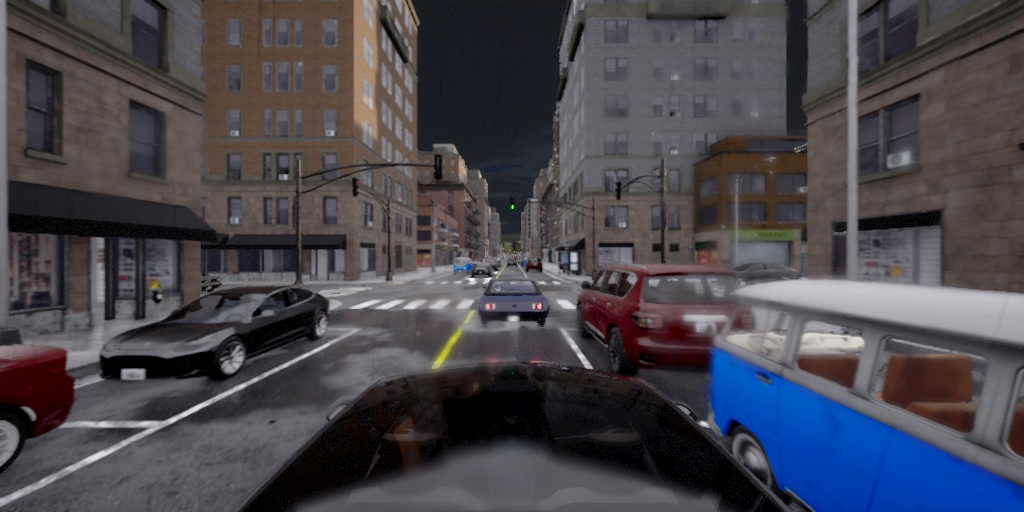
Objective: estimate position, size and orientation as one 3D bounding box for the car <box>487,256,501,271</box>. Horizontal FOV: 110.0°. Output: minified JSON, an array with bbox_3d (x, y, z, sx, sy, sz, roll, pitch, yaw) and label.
[{"bbox_3d":[-2.830,1.061,46.422,2.097,1.767,4.553,0,0,0],"label":"car"}]

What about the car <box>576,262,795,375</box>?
[{"bbox_3d":[2.638,1.060,7.282,2.192,1.841,5.009,0,0,0],"label":"car"}]

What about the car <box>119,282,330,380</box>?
[{"bbox_3d":[-5.387,1.311,7.283,1.948,1.339,4.313,0,0,0],"label":"car"}]

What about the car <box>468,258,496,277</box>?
[{"bbox_3d":[-2.840,1.225,34.602,1.837,1.490,4.892,0,0,0],"label":"car"}]

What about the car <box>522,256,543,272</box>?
[{"bbox_3d":[2.710,1.025,44.653,2.192,1.841,5.009,0,0,0],"label":"car"}]

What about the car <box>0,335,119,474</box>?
[{"bbox_3d":[-5.388,1.295,1.772,1.888,1.381,4.507,0,0,0],"label":"car"}]

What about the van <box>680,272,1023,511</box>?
[{"bbox_3d":[2.637,1.091,1.770,1.690,1.789,3.998,0,0,0],"label":"van"}]

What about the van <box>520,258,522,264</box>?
[{"bbox_3d":[2.697,1.035,60.872,1.690,1.789,3.998,0,0,0],"label":"van"}]

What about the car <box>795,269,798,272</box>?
[{"bbox_3d":[14.935,1.162,22.154,4.892,1.490,1.837,-1,0,0],"label":"car"}]

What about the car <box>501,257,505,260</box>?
[{"bbox_3d":[-2.773,1.242,61.390,2.033,1.411,5.357,0,0,1],"label":"car"}]

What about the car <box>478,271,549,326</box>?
[{"bbox_3d":[-0.015,1.343,11.560,1.895,1.301,4.718,0,0,-2],"label":"car"}]

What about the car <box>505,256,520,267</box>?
[{"bbox_3d":[0.008,1.197,63.620,1.837,1.490,4.892,0,0,0],"label":"car"}]

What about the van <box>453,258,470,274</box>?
[{"bbox_3d":[-5.403,1.057,39.247,1.690,1.789,3.998,0,0,0],"label":"van"}]

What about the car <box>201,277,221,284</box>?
[{"bbox_3d":[-18.399,1.410,19.159,4.718,1.301,1.895,0,0,0],"label":"car"}]
